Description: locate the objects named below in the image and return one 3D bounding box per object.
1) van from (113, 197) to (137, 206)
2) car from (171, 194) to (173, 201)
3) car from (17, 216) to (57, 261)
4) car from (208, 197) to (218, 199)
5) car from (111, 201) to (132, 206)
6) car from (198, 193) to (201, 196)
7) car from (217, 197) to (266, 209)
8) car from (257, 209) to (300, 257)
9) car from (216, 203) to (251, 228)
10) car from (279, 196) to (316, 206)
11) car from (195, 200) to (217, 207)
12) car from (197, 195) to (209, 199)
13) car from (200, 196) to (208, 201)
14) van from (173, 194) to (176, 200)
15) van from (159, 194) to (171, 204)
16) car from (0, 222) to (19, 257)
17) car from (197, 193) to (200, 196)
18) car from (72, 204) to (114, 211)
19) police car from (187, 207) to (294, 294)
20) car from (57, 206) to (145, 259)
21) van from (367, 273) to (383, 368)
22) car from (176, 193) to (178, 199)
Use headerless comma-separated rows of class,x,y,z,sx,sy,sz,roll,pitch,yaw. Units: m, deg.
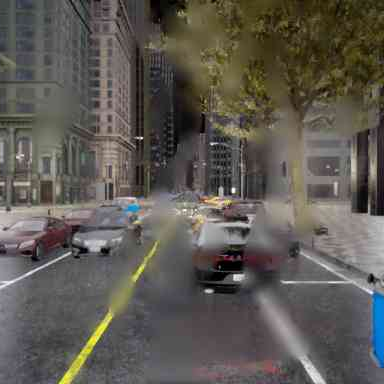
van,-5.721,1.347,28.437,1.690,1.788,3.998,0,0,0
car,-5.666,1.587,71.946,1.887,1.381,4.507,0,0,0
car,-5.745,1.582,12.197,1.802,1.307,4.206,0,0,0
car,2.819,1.534,33.992,1.752,1.417,4.829,0,0,0
car,-5.729,1.569,23.024,1.947,1.339,4.313,0,0,0
car,2.896,1.594,77.440,1.887,1.381,4.507,0,0,0
car,2.788,1.317,17.952,2.192,1.841,5.009,0,0,0
car,2.780,1.551,12.663,2.008,1.369,4.403,0,0,0
car,2.796,1.548,23.241,1.887,1.381,4.507,0,0,0
car,14.439,1.243,45.524,4.902,1.511,2.128,-1,0,1
car,0.930,1.457,18.995,1.801,1.575,5.366,0,0,0
car,3.642,1.443,43.921,5.008,1.535,1.882,-2,1,-28
car,2.903,1.602,82.965,1.887,1.381,4.507,0,0,0
van,-5.648,1.398,82.996,1.690,1.788,3.998,0,0,0
van,-5.677,1.377,66.421,1.690,1.788,3.998,0,0,0
car,-5.754,1.551,6.784,2.008,1.369,4.403,0,0,0
car,2.911,1.590,88.661,1.752,1.417,4.829,0,0,0
car,-5.737,1.546,17.611,1.887,1.381,4.507,0,0,0
police car,0.914,1.425,8.915,1.930,1.638,5.238,0,0,0
car,-2.980,1.492,12.633,2.128,1.511,4.902,0,0,0
van,2.763,1.341,2.086,1.690,1.788,3.998,0,0,0
car,-5.628,1.654,94.046,1.802,1.307,4.206,0,0,0
